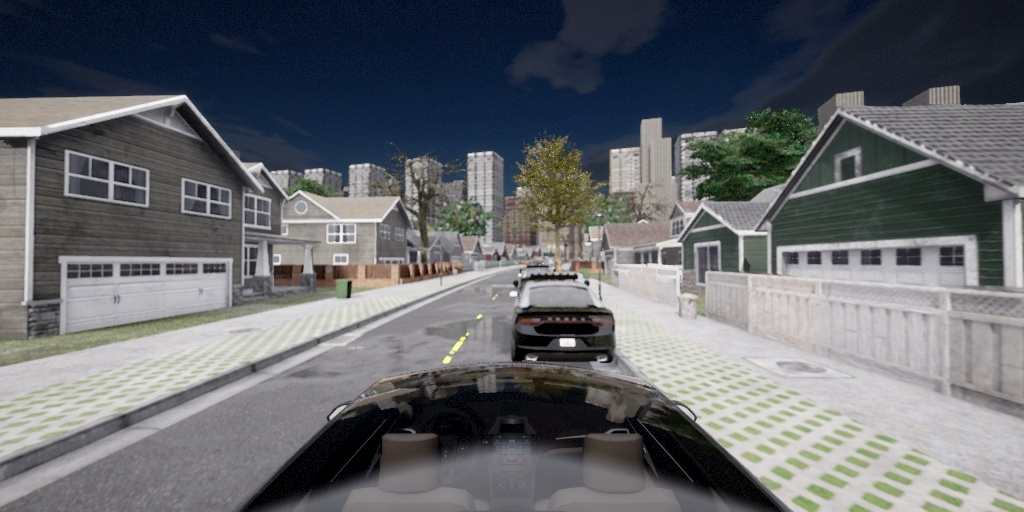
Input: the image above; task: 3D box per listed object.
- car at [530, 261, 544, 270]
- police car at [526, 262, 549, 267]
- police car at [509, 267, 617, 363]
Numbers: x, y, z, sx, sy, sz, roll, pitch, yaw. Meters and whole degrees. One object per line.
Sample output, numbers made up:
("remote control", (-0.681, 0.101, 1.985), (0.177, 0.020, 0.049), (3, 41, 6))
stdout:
("car", (4.411, 1.662, 62.130), (2.128, 1.511, 4.902), (0, 0, 8))
("police car", (1.332, 1.283, 18.346), (1.930, 1.638, 5.238), (0, 0, 3))
("police car", (0.967, 1.217, 8.396), (1.930, 1.638, 5.238), (0, 0, 2))
